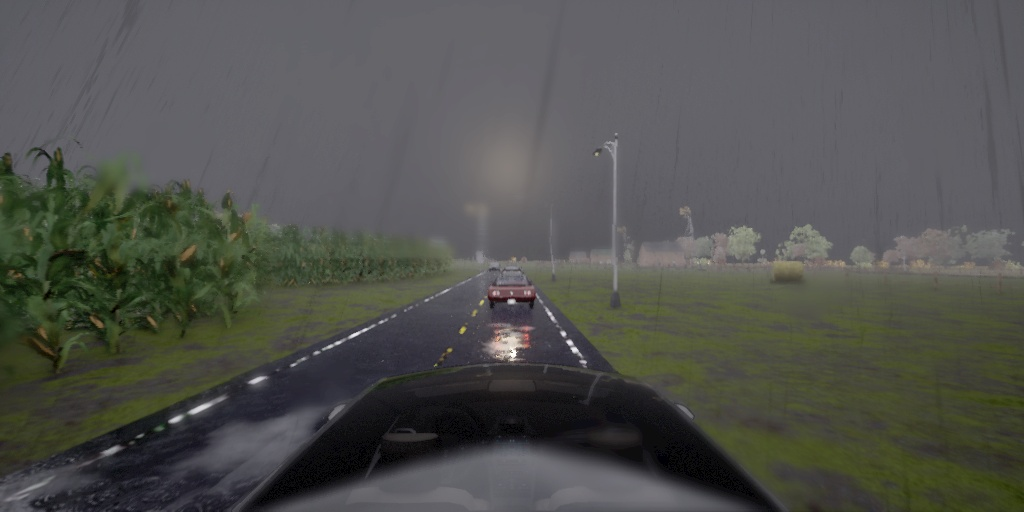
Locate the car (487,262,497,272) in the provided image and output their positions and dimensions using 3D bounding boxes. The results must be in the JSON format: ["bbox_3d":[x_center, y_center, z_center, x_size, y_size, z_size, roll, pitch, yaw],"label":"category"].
[{"bbox_3d":[-2.772,1.774,57.306,1.837,1.490,4.892,0,-1,0],"label":"car"}]

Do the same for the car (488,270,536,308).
[{"bbox_3d":[-0.005,1.481,15.973,1.895,1.301,4.718,0,-1,0],"label":"car"}]

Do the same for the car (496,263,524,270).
[{"bbox_3d":[-0.006,1.516,31.147,2.128,1.511,4.902,0,0,0],"label":"car"}]
